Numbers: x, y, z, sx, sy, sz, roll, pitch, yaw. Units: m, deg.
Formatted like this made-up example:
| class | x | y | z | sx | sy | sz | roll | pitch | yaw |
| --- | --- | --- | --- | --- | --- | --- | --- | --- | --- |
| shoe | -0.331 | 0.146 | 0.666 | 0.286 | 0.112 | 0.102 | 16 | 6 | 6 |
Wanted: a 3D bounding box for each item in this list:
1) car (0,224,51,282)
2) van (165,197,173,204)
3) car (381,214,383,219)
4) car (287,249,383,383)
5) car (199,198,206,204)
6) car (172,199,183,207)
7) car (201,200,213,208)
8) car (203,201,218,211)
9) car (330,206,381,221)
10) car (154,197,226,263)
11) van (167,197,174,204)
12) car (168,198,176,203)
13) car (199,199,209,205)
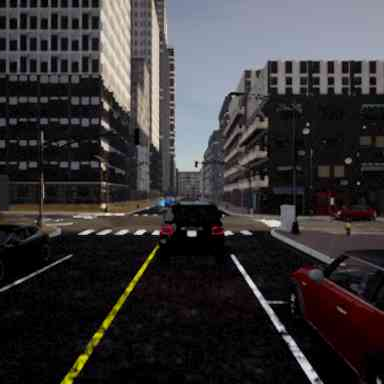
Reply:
| class | x | y | z | sx | sy | sz | roll | pitch | yaw |
| --- | --- | --- | --- | --- | --- | --- | --- | --- | --- |
| car | -5.690 | 1.658 | 9.750 | 1.947 | 1.339 | 4.313 | 0 | -1 | 0 |
| van | -5.679 | 2.125 | 81.977 | 1.690 | 1.788 | 3.998 | 0 | -1 | 0 |
| car | 21.384 | 2.257 | 33.253 | 4.829 | 1.417 | 1.752 | 1 | -1 | -1 |
| car | 2.689 | 1.483 | 4.505 | 1.967 | 1.590 | 4.097 | 0 | -1 | 0 |
| car | 2.703 | 2.384 | 87.628 | 1.887 | 1.381 | 4.507 | 0 | -1 | 0 |
| car | -2.990 | 2.188 | 67.780 | 2.033 | 1.411 | 5.357 | 0 | -1 | 0 |
| car | 2.698 | 2.109 | 59.359 | 1.887 | 1.381 | 4.507 | 0 | -1 | 0 |
| car | 2.697 | 2.034 | 49.392 | 1.947 | 1.339 | 4.313 | 0 | -1 | 0 |
| car | 16.034 | 2.071 | 33.196 | 4.097 | 1.590 | 1.967 | 1 | -1 | -1 |
| car | 0.020 | 1.343 | 12.589 | 2.150 | 2.045 | 5.566 | 0 | 0 | 0 |
| van | -5.678 | 2.181 | 87.632 | 1.690 | 1.788 | 3.998 | 0 | -1 | 0 |
| car | -5.676 | 2.446 | 93.284 | 2.008 | 1.369 | 4.403 | 0 | -1 | 0 |
| car | 2.701 | 2.279 | 76.321 | 2.008 | 1.369 | 4.403 | 0 | -1 | 0 |
